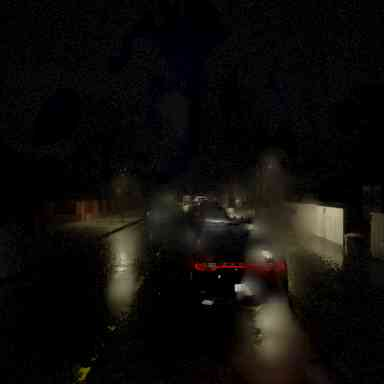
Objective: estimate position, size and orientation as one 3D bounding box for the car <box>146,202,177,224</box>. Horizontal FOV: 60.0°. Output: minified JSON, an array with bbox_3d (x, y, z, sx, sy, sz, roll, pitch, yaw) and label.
[{"bbox_3d":[-2.184,1.504,24.765,2.128,1.511,4.902,0,0,3],"label":"car"}]

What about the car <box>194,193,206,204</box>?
[{"bbox_3d":[1.843,1.283,66.956,2.150,2.045,5.566,0,0,8],"label":"car"}]

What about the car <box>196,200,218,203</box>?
[{"bbox_3d":[1.423,1.536,24.059,1.812,1.442,4.674,0,0,3],"label":"car"}]

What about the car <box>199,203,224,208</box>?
[{"bbox_3d":[1.166,1.533,18.090,1.812,1.442,4.674,0,0,2],"label":"car"}]

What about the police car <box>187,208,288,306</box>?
[{"bbox_3d":[0.896,1.427,8.247,1.930,1.638,5.238,0,0,1],"label":"police car"}]

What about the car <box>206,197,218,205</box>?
[{"bbox_3d":[3.757,1.651,61.064,1.895,1.301,4.718,0,0,7],"label":"car"}]

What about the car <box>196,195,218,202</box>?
[{"bbox_3d":[2.189,1.523,45.906,2.128,1.511,4.902,0,0,6],"label":"car"}]
